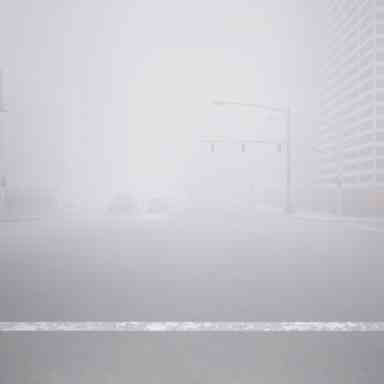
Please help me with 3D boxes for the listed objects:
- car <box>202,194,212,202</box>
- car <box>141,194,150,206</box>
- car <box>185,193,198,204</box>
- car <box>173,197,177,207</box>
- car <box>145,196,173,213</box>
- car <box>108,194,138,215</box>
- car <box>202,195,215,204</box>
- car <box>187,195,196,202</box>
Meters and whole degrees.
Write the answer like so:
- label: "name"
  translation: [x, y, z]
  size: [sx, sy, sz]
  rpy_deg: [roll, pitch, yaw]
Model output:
- label: "car"
  translation: [3.360, 1.355, 74.675]
  size: [2.097, 1.767, 4.553]
  rpy_deg: [0, 0, 0]
- label: "car"
  translation: [-7.197, 1.547, 55.424]
  size: [2.033, 1.411, 5.357]
  rpy_deg: [0, 0, 0]
- label: "car"
  translation: [-0.122, 1.221, 63.853]
  size: [2.150, 2.045, 5.566]
  rpy_deg: [0, 0, 0]
- label: "car"
  translation: [-3.687, 1.352, 47.773]
  size: [2.097, 1.767, 4.553]
  rpy_deg: [0, 0, 0]
- label: "car"
  translation: [-3.672, 1.491, 37.557]
  size: [2.128, 1.511, 4.902]
  rpy_deg: [0, 0, 0]
- label: "car"
  translation: [-7.156, 1.219, 34.913]
  size: [2.150, 2.045, 5.566]
  rpy_deg: [0, 0, 1]
- label: "car"
  translation: [3.473, 1.525, 64.772]
  size: [1.812, 1.442, 4.674]
  rpy_deg: [0, 0, 0]
- label: "car"
  translation: [-0.143, 1.381, 74.524]
  size: [1.994, 1.385, 4.181]
  rpy_deg: [0, 0, 0]
